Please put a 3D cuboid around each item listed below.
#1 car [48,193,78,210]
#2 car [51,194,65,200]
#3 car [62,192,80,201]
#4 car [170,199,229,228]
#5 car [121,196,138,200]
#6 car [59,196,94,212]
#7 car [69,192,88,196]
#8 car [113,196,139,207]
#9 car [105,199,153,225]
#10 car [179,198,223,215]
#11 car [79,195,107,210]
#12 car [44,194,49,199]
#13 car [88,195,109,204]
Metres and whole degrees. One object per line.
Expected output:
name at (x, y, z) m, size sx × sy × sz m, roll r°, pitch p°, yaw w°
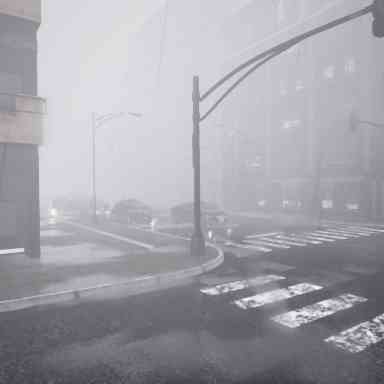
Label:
car at (-15.914, 1.313, 41.037) m, size 1.967 × 1.590 × 4.097 m, roll -1°, pitch 1°, yaw -35°
car at (-31.649, 1.125, 78.522) m, size 2.008 × 1.369 × 4.403 m, roll -1°, pitch 1°, yaw -35°
car at (-25.186, 0.936, 69.171) m, size 2.192 × 1.841 × 5.009 m, roll -1°, pitch 1°, yaw -35°
car at (0.387, 1.434, 22.010) m, size 2.128 × 1.511 × 4.902 m, roll -1°, pitch 1°, yaw -35°
car at (-5.494, 1.374, 30.519) m, size 1.882 × 1.535 × 5.008 m, roll -1°, pitch 1°, yaw -35°
car at (-12.682, 1.449, 36.364) m, size 2.008 × 1.369 × 4.403 m, roll -1°, pitch 1°, yaw -35°
car at (-18.083, 1.083, 54.343) m, size 2.097 × 1.767 × 4.553 m, roll -1°, pitch 1°, yaw -35°
car at (-9.121, 1.266, 45.945) m, size 1.752 × 1.417 × 4.829 m, roll -1°, pitch 1°, yaw -35°
car at (-4.421, 1.509, 24.191) m, size 1.887 × 1.381 × 4.507 m, roll -1°, pitch 1°, yaw -35°
car at (0.756, 1.360, 31.846) m, size 1.887 × 1.381 × 4.507 m, roll -1°, pitch 1°, yaw -35°
car at (-11.492, 1.397, 39.205) m, size 2.033 × 1.411 × 5.357 m, roll -1°, pitch 1°, yaw -35°
car at (-34.977, 1.076, 83.335) m, size 1.752 × 1.417 × 4.829 m, roll -1°, pitch 1°, yaw -35°
car at (-15.585, 1.217, 55.292) m, size 1.752 × 1.417 × 4.829 m, roll -1°, pitch 1°, yaw -35°
